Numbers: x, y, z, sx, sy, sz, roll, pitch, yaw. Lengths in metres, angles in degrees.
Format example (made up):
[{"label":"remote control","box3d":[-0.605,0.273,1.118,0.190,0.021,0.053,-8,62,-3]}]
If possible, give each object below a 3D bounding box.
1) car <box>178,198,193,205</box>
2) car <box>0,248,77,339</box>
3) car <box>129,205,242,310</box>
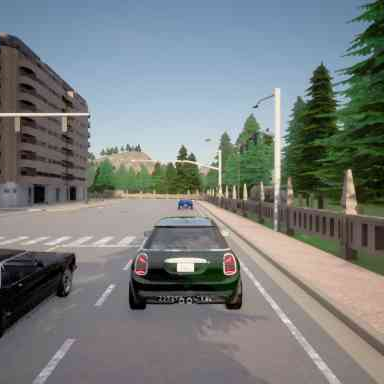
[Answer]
[{"label":"car","box3d":[-0.878,1.478,44.286,1.882,1.535,5.008,0,0,-1]},{"label":"car","box3d":[-3.545,1.601,5.618,1.895,1.301,4.718,0,0,-1]},{"label":"car","box3d":[-0.130,1.352,7.990,2.097,1.767,4.553,0,0,0]}]
